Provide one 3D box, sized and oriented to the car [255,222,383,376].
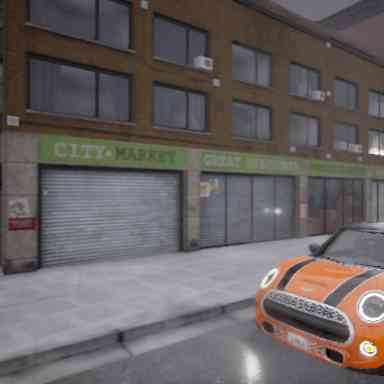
[{"bbox_3d":[3.200,1.344,5.639,4.553,1.767,2.097,0,0,-36],"label":"car"}]
